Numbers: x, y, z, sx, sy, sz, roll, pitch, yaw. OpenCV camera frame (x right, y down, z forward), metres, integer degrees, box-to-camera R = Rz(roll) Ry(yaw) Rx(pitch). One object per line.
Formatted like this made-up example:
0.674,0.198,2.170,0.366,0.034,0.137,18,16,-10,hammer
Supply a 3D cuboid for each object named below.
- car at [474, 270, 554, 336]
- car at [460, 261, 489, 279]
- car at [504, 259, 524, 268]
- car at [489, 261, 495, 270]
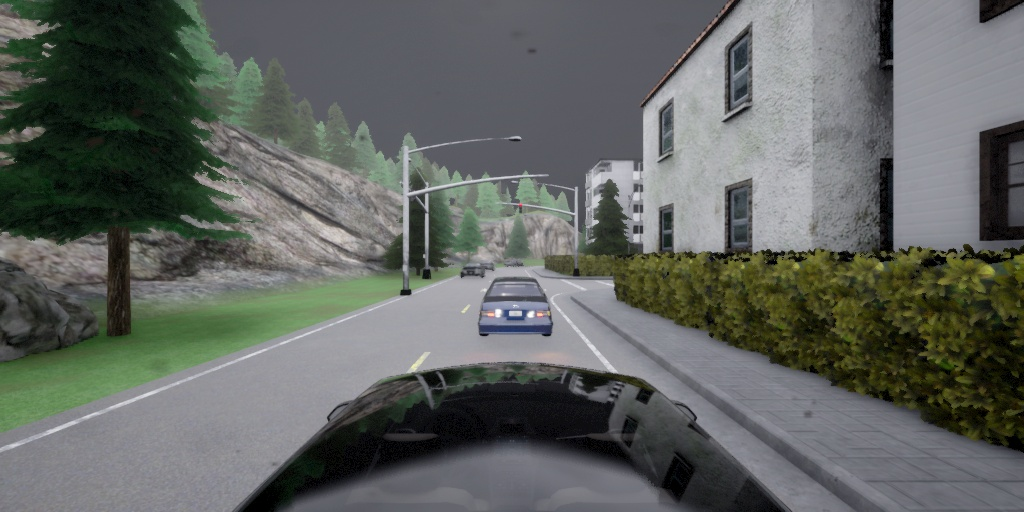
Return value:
0.088,1.297,10.313,2.033,1.411,5.357,0,0,0,car
-3.537,1.314,32.892,1.994,1.385,4.181,0,0,1,car
0.356,1.243,62.646,2.128,1.511,4.902,0,0,28,car
-3.321,1.314,45.877,1.994,1.385,4.181,0,0,3,car
